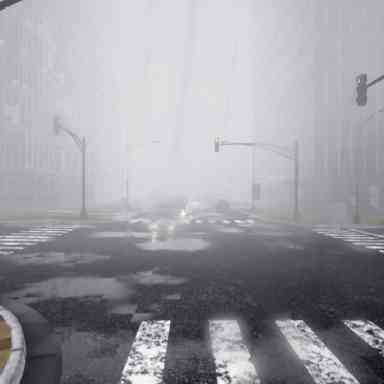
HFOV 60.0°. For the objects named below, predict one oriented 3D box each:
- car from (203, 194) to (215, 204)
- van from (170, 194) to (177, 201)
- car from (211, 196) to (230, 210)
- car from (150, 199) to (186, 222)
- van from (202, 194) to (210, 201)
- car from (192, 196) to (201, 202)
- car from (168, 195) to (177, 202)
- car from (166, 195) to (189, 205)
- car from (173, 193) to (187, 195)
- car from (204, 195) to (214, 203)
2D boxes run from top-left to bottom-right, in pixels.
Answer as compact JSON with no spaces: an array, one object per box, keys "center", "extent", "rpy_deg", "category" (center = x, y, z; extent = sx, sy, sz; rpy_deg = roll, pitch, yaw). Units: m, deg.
[{"center":[3.572,1.313,63.930],"extent":[2.192,1.841,5.009],"rpy_deg":[0,0,0],"category":"car"},{"center":[-4.433,1.321,80.454],"extent":[1.690,1.788,3.998],"rpy_deg":[0,0,0],"category":"van"},{"center":[3.788,1.579,41.822],"extent":[1.947,1.339,4.313],"rpy_deg":[0,0,0],"category":"car"},{"center":[-1.972,1.567,26.850],"extent":[2.033,1.411,5.357],"rpy_deg":[0,0,5],"category":"car"},{"center":[3.447,1.321,80.513],"extent":[1.690,1.788,3.998],"rpy_deg":[0,0,0],"category":"van"},{"center":[0.942,1.512,73.102],"extent":[1.812,1.442,4.674],"rpy_deg":[0,0,0],"category":"car"},{"center":[-4.391,1.426,74.927],"extent":[1.967,1.590,4.097],"rpy_deg":[0,0,0],"category":"car"},{"center":[-1.672,1.504,41.628],"extent":[2.128,1.511,4.902],"rpy_deg":[0,0,0],"category":"car"},{"center":[-1.775,1.226,60.299],"extent":[2.150,2.045,5.566],"rpy_deg":[0,0,0],"category":"car"},{"center":[3.531,1.432,69.459],"extent":[1.967,1.590,4.097],"rpy_deg":[0,0,0],"category":"car"}]
